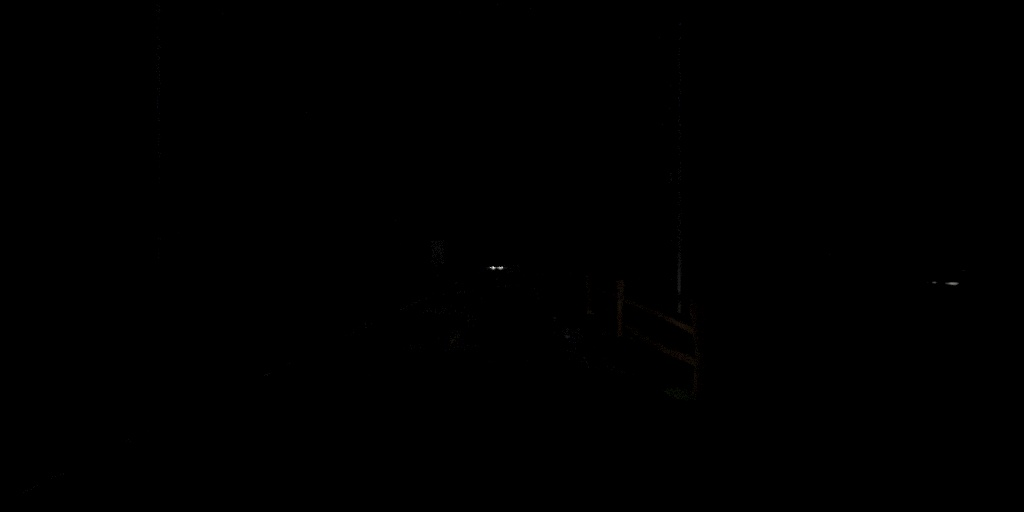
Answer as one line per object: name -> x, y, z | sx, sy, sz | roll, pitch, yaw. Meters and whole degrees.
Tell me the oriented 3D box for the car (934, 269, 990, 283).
car -> 49.110, 2.192, 39.105 | 4.674, 1.442, 1.812 | 1, 0, 0
